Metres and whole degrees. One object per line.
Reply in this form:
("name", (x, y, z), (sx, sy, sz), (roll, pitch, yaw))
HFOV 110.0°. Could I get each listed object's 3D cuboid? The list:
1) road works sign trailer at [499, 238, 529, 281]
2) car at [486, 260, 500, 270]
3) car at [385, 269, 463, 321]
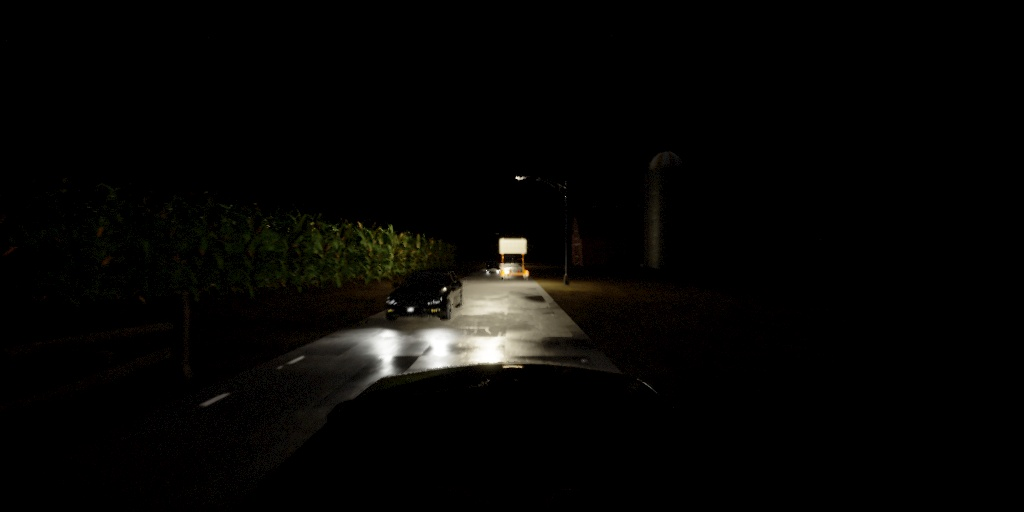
("road works sign trailer", (0.055, 0.227, 30.722), (2.380, 3.560, 2.880), (0, 0, -10))
("car", (-2.819, 1.375, 54.255), (1.837, 1.490, 4.892), (0, 0, 0))
("car", (-2.848, 1.252, 12.499), (1.837, 1.490, 4.892), (0, 0, 0))
